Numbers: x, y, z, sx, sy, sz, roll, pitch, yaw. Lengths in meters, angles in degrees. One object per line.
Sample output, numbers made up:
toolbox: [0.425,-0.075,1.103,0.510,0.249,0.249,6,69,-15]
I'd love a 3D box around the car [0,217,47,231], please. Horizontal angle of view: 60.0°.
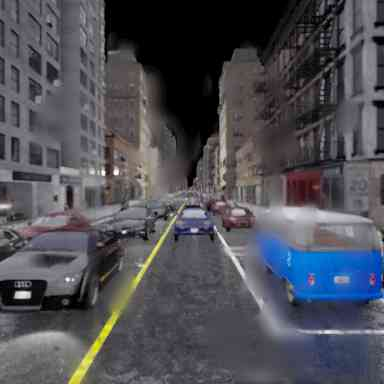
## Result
car: [-5.390,1.528,7.689,2.008,1.369,4.403,0,0,0]

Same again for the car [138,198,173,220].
car: [-2.834,1.454,26.366,1.994,1.385,4.181,0,0,1]

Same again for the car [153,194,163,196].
car: [-5.386,1.362,47.462,1.947,1.339,4.313,0,0,0]

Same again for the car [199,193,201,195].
car: [2.640,1.269,58.828,2.008,1.369,4.403,0,0,0]

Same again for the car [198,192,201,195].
car: [2.753,1.139,70.543,1.882,1.535,5.008,0,0,0]

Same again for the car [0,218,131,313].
car: [-2.851,1.535,7.584,1.994,1.385,4.181,0,0,0]

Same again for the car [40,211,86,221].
car: [-5.389,1.499,13.370,1.887,1.381,4.507,0,0,0]

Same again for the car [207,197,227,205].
car: [2.637,1.438,30.422,1.802,1.307,4.206,0,0,0]

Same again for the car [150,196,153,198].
car: [-5.387,1.418,36.098,1.947,1.339,4.313,0,0,0]

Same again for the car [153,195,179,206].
car: [-2.794,1.348,36.335,1.837,1.490,4.892,0,0,1]

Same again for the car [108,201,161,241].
car: [-2.851,1.439,16.438,1.837,1.490,4.892,0,0,0]

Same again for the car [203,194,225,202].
car: [2.637,1.144,36.102,2.192,1.841,5.009,0,0,0]

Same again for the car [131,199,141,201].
car: [-5.388,1.405,30.246,1.752,1.417,4.829,0,0,0]

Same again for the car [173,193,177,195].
car: [-5.383,1.211,81.552,1.802,1.307,4.206,0,0,0]

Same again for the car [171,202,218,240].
car: [0.097,1.451,16.424,1.812,1.442,4.674,0,0,0]

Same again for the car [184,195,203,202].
car: [0.068,1.365,39.972,2.033,1.411,5.357,0,0,0]

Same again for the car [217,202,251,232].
car: [2.636,1.489,19.059,1.802,1.307,4.206,0,0,0]

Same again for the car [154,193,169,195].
car: [-5.386,1.084,53.142,2.192,1.841,5.009,0,0,0]

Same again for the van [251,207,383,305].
van: [2.634,1.296,7.696,1.690,1.788,3.998,0,0,0]
